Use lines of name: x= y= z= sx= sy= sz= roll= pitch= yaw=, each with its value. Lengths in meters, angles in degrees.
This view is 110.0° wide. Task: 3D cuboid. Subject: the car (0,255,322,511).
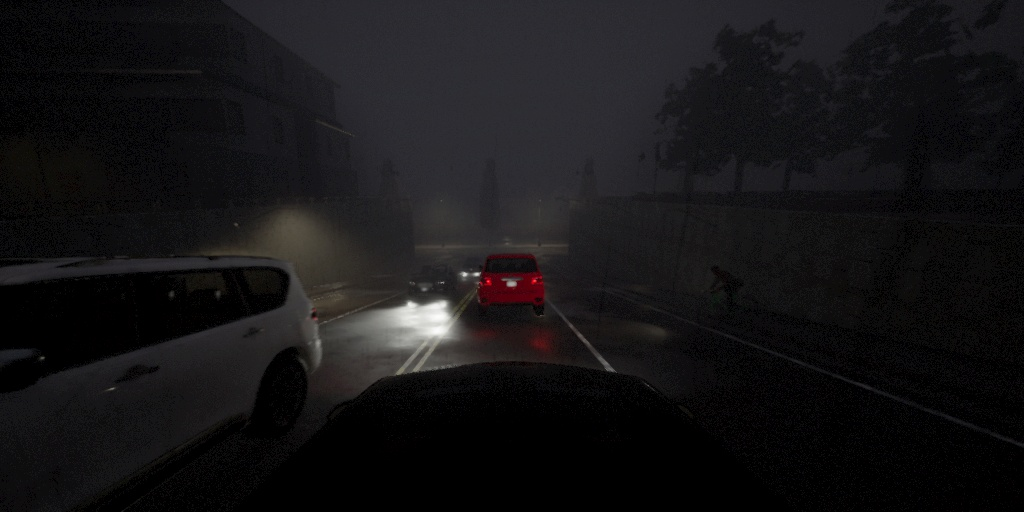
car: x=-3.592 y=1.020 z=2.542 sx=2.150 sy=2.045 sz=5.566 roll=-1 pitch=0 yaw=-1

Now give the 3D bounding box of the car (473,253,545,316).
car: x=-0.072 y=0.912 z=13.354 sx=2.150 sy=2.045 sz=5.566 roll=-1 pitch=0 yaw=-1

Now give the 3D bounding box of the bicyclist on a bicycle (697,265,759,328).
bicyclist on a bicycle: x=5.619 y=1.031 z=9.437 sx=1.656 sy=1.620 sz=0.582 roll=-10 pitch=1 yaw=0

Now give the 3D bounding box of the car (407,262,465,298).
car: x=-3.886 y=1.186 z=18.219 sx=2.128 sy=1.511 sz=4.902 roll=-1 pitch=0 yaw=-1

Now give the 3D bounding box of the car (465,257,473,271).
car: x=-4.193 y=0.781 z=38.970 sx=2.033 sy=1.411 sz=5.357 roll=-1 pitch=4 yaw=-1
